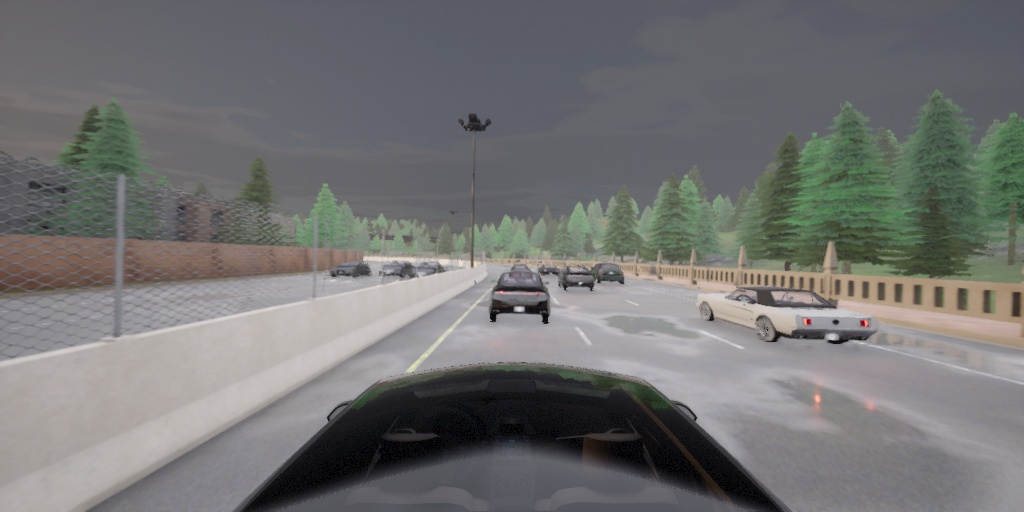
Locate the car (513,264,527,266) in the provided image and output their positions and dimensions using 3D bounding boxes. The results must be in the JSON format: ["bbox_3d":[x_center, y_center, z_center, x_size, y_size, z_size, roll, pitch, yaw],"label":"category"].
[{"bbox_3d":[0.689,1.417,30.895,1.994,1.385,4.181,1,0,0],"label":"car"}]

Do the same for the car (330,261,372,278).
[{"bbox_3d":[-13.526,1.128,30.358,1.994,1.385,4.181,1,0,1],"label":"car"}]

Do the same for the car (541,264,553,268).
[{"bbox_3d":[3.957,1.547,39.797,1.895,1.301,4.718,1,0,-3],"label":"car"}]

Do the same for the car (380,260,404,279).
[{"bbox_3d":[-10.002,1.131,31.638,2.128,1.511,4.902,1,0,0],"label":"car"}]

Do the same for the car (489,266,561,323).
[{"bbox_3d":[0.275,1.280,12.436,2.128,1.511,4.902,1,0,1],"label":"car"}]

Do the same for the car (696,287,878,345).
[{"bbox_3d":[7.217,1.523,10.227,1.895,1.301,4.718,1,0,1],"label":"car"}]

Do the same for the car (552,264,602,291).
[{"bbox_3d":[4.056,1.390,23.246,2.128,1.511,4.902,1,0,1],"label":"car"}]

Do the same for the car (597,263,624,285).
[{"bbox_3d":[7.687,1.343,29.734,2.097,1.767,4.553,1,0,1],"label":"car"}]

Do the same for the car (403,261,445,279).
[{"bbox_3d":[-6.559,1.191,28.345,2.128,1.511,4.902,1,0,1],"label":"car"}]
